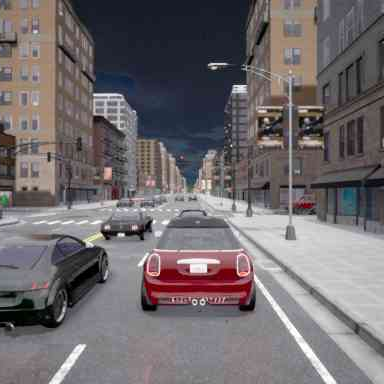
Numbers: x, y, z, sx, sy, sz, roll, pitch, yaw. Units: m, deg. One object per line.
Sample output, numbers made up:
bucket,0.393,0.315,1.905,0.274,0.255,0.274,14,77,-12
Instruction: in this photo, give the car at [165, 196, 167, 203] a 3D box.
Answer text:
car,-6.303,1.483,69.697,1.837,1.490,4.892,0,0,0

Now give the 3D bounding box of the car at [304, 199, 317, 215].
car,13.332,1.590,31.552,4.181,1.385,1.994,0,0,1

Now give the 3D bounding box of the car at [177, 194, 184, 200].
car,-3.001,1.370,88.254,1.812,1.442,4.674,0,0,0

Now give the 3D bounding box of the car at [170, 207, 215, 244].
car,0.057,1.563,16.623,1.994,1.385,4.181,0,0,1

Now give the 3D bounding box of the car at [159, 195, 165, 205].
car,-6.408,1.553,59.224,1.994,1.385,4.181,0,0,1

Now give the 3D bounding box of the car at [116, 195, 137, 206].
car,-9.713,1.556,48.701,1.994,1.385,4.181,0,0,0

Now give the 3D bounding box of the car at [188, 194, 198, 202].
car,0.221,1.333,78.212,2.097,1.767,4.553,0,0,0

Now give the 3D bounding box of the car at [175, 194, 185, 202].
car,-3.029,1.530,78.251,1.994,1.385,4.181,0,0,0

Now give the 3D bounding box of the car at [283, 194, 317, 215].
car,12.362,1.256,34.432,5.566,2.045,2.150,0,0,0

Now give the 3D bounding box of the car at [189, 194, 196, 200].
car,0.250,1.370,88.245,1.812,1.442,4.674,0,0,0

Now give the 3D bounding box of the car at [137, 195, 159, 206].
car,-6.456,1.556,49.313,1.994,1.385,4.181,0,0,0

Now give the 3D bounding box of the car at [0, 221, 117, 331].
car,-3.131,1.564,6.992,1.994,1.385,4.181,0,0,0

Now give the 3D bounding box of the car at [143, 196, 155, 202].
car,-9.542,1.521,73.763,2.033,1.411,5.357,0,0,0

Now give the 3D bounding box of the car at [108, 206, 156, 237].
car,-3.104,1.600,16.860,1.895,1.301,4.718,0,0,0

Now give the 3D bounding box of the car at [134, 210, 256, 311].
car,0.122,1.352,7.921,2.097,1.767,4.553,0,0,0
